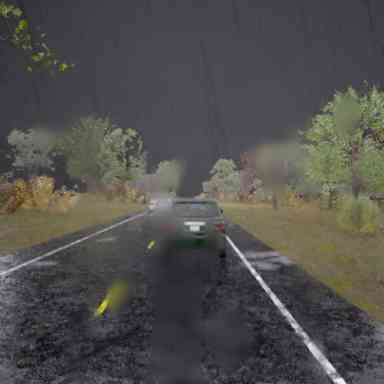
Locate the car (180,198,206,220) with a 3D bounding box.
[{"bbox_3d":[0.089,1.418,29.230,2.097,1.767,4.553,0,0,0],"label":"car"}]

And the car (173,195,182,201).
[{"bbox_3d":[-3.508,1.458,79.196,1.994,1.385,4.181,0,0,0],"label":"car"}]

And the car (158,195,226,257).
[{"bbox_3d":[0.092,1.250,13.235,2.150,2.045,5.566,0,0,0],"label":"car"}]

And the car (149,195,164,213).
[{"bbox_3d":[-3.597,1.316,38.481,2.150,2.045,5.566,0,0,0],"label":"car"}]

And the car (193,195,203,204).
[{"bbox_3d":[1.217,1.584,68.366,2.097,1.767,4.553,0,0,0],"label":"car"}]
